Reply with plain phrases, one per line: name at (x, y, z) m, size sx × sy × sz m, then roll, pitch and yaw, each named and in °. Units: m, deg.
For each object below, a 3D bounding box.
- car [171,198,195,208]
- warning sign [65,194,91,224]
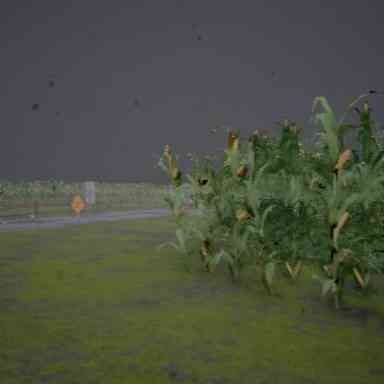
car at (-1.171, 1.471, 45.701) m, size 1.994 × 1.385 × 4.181 m, roll 1°, pitch 0°, yaw 28°
warning sign at (-7.621, 1.111, 22.286) m, size 1.300 × 1.860 × 1.060 m, roll 1°, pitch 0°, yaw 29°
